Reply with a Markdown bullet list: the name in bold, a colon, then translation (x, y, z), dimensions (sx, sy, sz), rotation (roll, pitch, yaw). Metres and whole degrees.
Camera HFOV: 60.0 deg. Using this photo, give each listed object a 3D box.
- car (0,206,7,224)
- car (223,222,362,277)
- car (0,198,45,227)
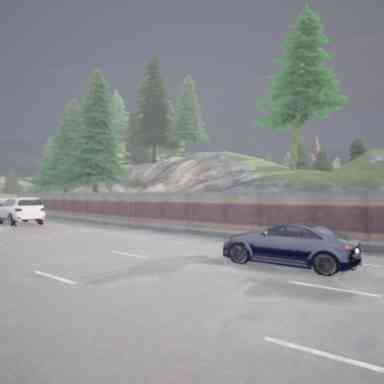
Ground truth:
- **car**: translation (-13.308, 1.705, 20.540), dimensions (1.812, 1.442, 4.674), rotation (0, -1, -45)
- **car**: translation (3.069, 1.642, 10.604), dimensions (4.181, 1.385, 1.994), rotation (0, -1, 38)
- **car**: translation (-13.066, 1.437, 25.309), dimensions (2.150, 2.045, 5.566), rotation (0, -1, -43)
